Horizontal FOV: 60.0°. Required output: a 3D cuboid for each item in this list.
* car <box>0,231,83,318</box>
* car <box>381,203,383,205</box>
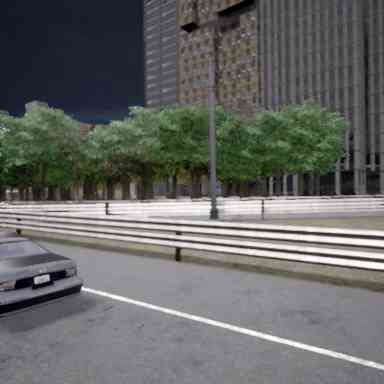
[{"bbox_3d":[-4.665,1.590,7.289,5.357,1.411,2.033,0,0,36],"label":"car"},{"bbox_3d":[18.087,0.888,27.266,5.008,1.535,1.882,-1,0,-5],"label":"car"}]
